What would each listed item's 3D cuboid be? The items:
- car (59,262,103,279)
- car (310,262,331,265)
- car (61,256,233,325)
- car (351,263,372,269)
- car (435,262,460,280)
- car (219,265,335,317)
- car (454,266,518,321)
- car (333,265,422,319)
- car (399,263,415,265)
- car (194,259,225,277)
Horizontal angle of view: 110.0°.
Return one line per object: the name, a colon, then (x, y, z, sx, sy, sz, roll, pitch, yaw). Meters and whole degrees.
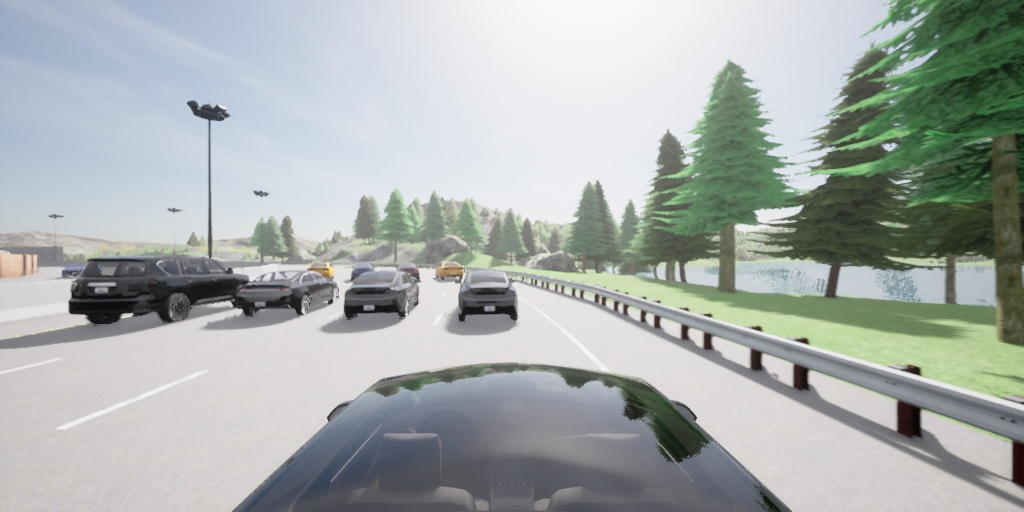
car: (-44.088, 1.409, 36.803, 1.882, 1.535, 5.008, 0, 0, -38)
car: (-16.663, 1.280, 31.266, 1.882, 1.535, 5.008, 0, 0, -22)
car: (-11.386, 1.016, 12.293, 2.150, 2.045, 5.566, 0, 0, -8)
car: (-12.776, 1.309, 30.856, 1.812, 1.442, 4.674, 0, 0, -21)
car: (-5.573, 1.225, 31.595, 1.882, 1.535, 5.008, 0, 0, -19)
car: (-8.089, 1.269, 13.429, 2.128, 1.511, 4.902, 0, 0, -8)
car: (-0.922, 1.248, 12.585, 1.837, 1.490, 4.892, 0, 0, -7)
car: (-4.483, 1.266, 12.906, 1.837, 1.490, 4.892, 0, 0, -7)
car: (-9.065, 1.291, 31.006, 1.812, 1.442, 4.674, 0, 0, -20)
car: (-32.889, 1.225, 39.141, 2.097, 1.767, 4.553, 0, 0, -34)
